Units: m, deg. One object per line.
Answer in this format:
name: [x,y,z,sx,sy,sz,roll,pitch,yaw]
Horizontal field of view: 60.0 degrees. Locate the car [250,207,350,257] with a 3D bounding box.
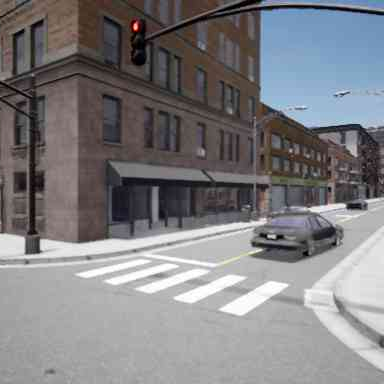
car: [4.299,1.542,13.091,2.033,1.411,5.357,0,0,40]

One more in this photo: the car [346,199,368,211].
car: [20.328,1.585,41.025,1.895,1.301,4.718,0,0,35]

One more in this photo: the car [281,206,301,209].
car: [6.357,1.588,21.047,1.895,1.301,4.718,0,0,35]
